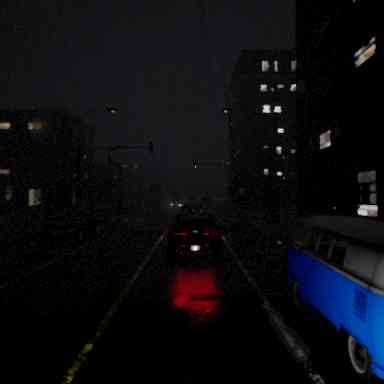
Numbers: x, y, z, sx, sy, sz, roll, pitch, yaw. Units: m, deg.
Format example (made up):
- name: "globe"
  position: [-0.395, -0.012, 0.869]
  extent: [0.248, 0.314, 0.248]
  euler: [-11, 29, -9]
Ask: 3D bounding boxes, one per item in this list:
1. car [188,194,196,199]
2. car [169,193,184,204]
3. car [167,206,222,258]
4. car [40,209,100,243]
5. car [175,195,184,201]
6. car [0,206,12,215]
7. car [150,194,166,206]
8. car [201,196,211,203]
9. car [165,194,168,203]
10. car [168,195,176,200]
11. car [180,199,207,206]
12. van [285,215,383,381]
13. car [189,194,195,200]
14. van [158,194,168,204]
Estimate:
- name: "car"
  position: [0.012, 1.502, 82.020]
  extent: [1.994, 1.385, 4.181]
  euler: [0, 0, 0]
- name: "car"
  position: [-3.012, 1.187, 64.053]
  extent: [2.150, 2.045, 5.566]
  euler: [0, 0, 0]
- name: "car"
  position: [0.101, 1.498, 12.810]
  extent: [1.837, 1.490, 4.892]
  euler: [0, 0, 0]
- name: "car"
  position: [-5.675, 1.543, 15.978]
  extent: [2.008, 1.369, 4.403]
  euler: [1, 0, 0]
- name: "car"
  position: [-2.990, 1.498, 79.905]
  extent: [2.033, 1.411, 5.357]
  euler: [0, 0, 0]
- name: "car"
  position: [-19.296, 1.597, 31.234]
  extent: [4.507, 1.381, 1.887]
  euler: [0, -1, 1]
- name: "car"
  position: [-5.746, 1.517, 53.934]
  extent: [1.887, 1.381, 4.507]
  euler: [1, 0, 0]
- name: "car"
  position: [2.714, 1.406, 65.362]
  extent: [1.967, 1.590, 4.097]
  euler: [1, 0, 0]
- name: "car"
  position: [-5.669, 1.513, 59.615]
  extent: [1.887, 1.381, 4.507]
  euler: [1, 0, 0]
- name: "car"
  position: [-5.664, 1.533, 93.736]
  extent: [1.802, 1.307, 4.206]
  euler: [1, 0, 0]
- name: "car"
  position: [0.103, 1.587, 28.960]
  extent: [1.895, 1.301, 4.718]
  euler: [0, 0, 0]
- name: "van"
  position: [2.708, 1.339, 5.155]
  extent: [1.690, 1.788, 3.998]
  euler: [1, 0, 0]
- name: "car"
  position: [0.013, 1.309, 92.029]
  extent: [1.812, 1.442, 4.674]
  euler: [0, 0, 0]
- name: "van"
  position: [-5.663, 1.307, 65.303]
  extent: [1.690, 1.788, 3.998]
  euler: [1, 0, 0]
